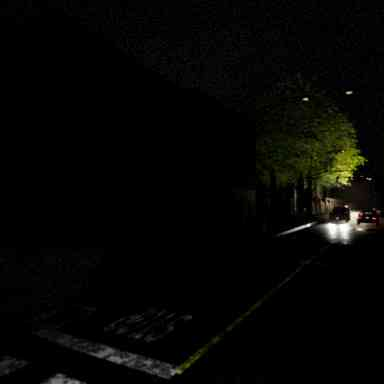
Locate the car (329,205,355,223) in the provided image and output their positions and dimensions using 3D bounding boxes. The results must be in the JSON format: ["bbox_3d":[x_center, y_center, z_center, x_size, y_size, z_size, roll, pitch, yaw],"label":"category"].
[{"bbox_3d":[15.883,2.464,35.689,2.128,1.511,4.902,-1,-2,29],"label":"car"}]

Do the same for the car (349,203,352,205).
[{"bbox_3d":[32.399,3.567,70.831,1.947,1.339,4.313,1,-1,29],"label":"car"}]

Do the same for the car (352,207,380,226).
[{"bbox_3d":[16.763,2.410,31.611,2.033,1.411,5.357,-1,-2,30],"label":"car"}]

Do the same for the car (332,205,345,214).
[{"bbox_3d":[27.228,3.247,61.570,1.752,1.417,4.829,1,-1,29],"label":"car"}]

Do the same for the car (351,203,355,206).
[{"bbox_3d":[37.665,3.880,80.370,1.802,1.307,4.206,1,-1,29],"label":"car"}]

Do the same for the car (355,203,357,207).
[{"bbox_3d":[40.303,3.765,85.144,2.192,1.841,5.009,1,-1,29],"label":"car"}]

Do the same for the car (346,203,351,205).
[{"bbox_3d":[29.766,3.407,66.061,2.008,1.369,4.403,1,-1,29],"label":"car"}]
